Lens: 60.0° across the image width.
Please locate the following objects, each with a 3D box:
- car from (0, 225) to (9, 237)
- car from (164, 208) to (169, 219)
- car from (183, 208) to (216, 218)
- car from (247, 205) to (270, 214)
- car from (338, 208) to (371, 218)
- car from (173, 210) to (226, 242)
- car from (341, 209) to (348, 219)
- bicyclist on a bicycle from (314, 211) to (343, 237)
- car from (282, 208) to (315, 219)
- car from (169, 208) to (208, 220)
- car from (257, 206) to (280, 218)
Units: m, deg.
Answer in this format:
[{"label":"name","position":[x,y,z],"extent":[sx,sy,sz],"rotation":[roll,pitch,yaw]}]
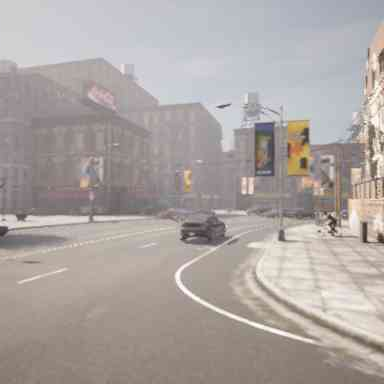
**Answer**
[{"label":"car","position":[-11.685,1.985,16.491],"extent":[1.895,1.301,4.718],"rotation":[0,-2,17]},{"label":"car","position":[-0.967,2.740,40.370],"extent":[1.994,1.385,4.181],"rotation":[-1,-2,37]},{"label":"car","position":[1.139,3.014,48.068],"extent":[4.718,1.301,1.895],"rotation":[2,-2,-43]},{"label":"car","position":[10.610,2.697,52.191],"extent":[4.553,1.767,2.097],"rotation":[2,-2,-36]},{"label":"car","position":[25.149,3.262,51.565],"extent":[4.674,1.442,1.812],"rotation":[1,-2,-18]},{"label":"car","position":[0.764,2.114,20.356],"extent":[1.837,1.490,4.892],"rotation":[0,-2,19]},{"label":"car","position":[23.165,3.112,47.034],"extent":[4.674,1.442,1.812],"rotation":[1,-2,-25]},{"label":"bicyclist on a bicycle","position":[8.449,1.987,20.654],"extent":[1.656,1.620,0.582],"rotation":[0,-2,19]},{"label":"car","position":[15.250,2.992,46.519],"extent":[4.902,1.511,2.128],"rotation":[2,-2,-35]},{"label":"car","position":[-0.170,2.601,35.362],"extent":[1.994,1.385,4.181],"rotation":[-1,-2,33]},{"label":"car","position":[12.648,3.173,49.334],"extent":[5.357,1.411,2.033],"rotation":[2,-2,-36]}]
